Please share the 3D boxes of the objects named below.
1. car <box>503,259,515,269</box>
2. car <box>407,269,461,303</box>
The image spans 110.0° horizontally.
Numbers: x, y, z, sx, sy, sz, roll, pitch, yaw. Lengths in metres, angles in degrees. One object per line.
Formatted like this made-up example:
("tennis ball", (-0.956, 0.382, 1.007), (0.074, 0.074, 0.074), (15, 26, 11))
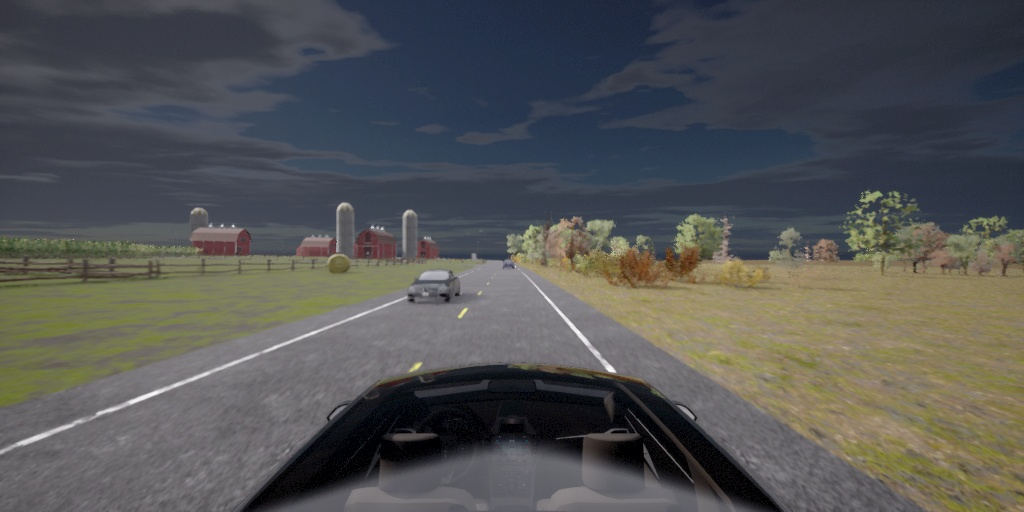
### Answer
("car", (-0.612, 1.415, 64.593), (2.097, 1.767, 4.553), (0, 0, -1))
("car", (-3.571, 1.349, 17.177), (1.812, 1.442, 4.674), (0, 0, 0))
